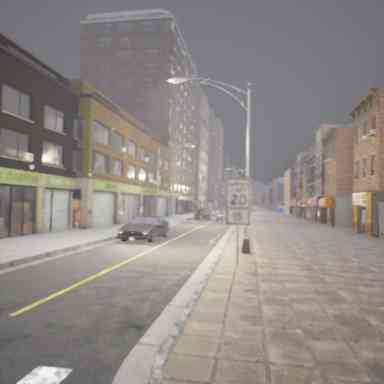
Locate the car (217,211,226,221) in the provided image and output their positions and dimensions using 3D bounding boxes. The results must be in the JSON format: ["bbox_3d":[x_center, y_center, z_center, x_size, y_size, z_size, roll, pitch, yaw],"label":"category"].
[{"bbox_3d":[4.336,3.093,43.267,1.895,1.301,4.718,1,-2,10],"label":"car"}]

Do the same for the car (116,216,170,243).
[{"bbox_3d":[-2.669,2.120,19.809,2.033,1.411,5.357,1,-2,10],"label":"car"}]

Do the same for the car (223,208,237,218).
[{"bbox_3d":[6.492,3.509,55.888,2.033,1.411,5.357,1,-2,10],"label":"car"}]

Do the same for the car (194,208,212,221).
[{"bbox_3d":[1.519,2.947,43.814,1.837,1.490,4.892,1,-2,10],"label":"car"}]
